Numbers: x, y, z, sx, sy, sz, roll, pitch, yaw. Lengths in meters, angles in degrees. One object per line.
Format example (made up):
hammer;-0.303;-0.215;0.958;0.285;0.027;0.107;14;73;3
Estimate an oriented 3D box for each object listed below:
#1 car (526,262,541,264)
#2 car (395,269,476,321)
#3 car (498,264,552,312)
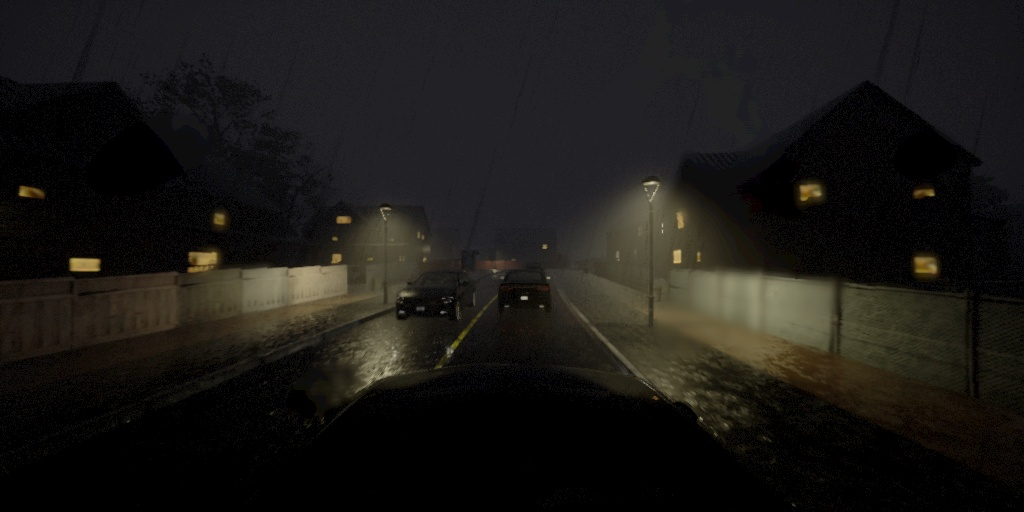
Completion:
car;1.915;1.306;31.336;1.837;1.490;4.892;0;0;5
car;-2.473;1.238;12.666;1.882;1.535;5.008;0;0;3
car;0.533;1.239;14.305;1.882;1.535;5.008;0;0;3
